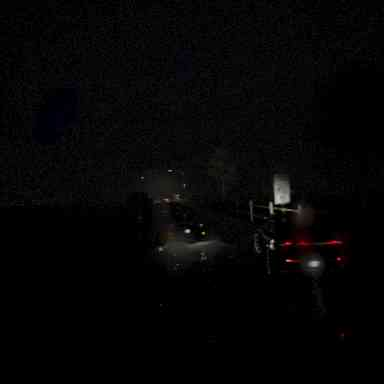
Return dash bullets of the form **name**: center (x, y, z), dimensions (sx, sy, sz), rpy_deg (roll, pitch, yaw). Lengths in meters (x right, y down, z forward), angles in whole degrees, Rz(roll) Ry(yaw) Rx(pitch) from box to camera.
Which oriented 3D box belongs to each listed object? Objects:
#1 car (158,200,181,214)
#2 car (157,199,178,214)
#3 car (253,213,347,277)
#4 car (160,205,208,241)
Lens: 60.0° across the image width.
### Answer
- **car**: center (-1.625, 1.514, 26.987), dimensions (2.128, 1.511, 4.902), rpy_deg (-3, 0, -7)
- **car**: center (-2.861, 1.572, 37.561), dimensions (2.033, 1.411, 5.357), rpy_deg (-3, 0, -6)
- **car**: center (2.980, 1.377, 9.937), dimensions (2.128, 1.511, 4.902), rpy_deg (-3, 0, 5)
- **car**: center (-0.427, 1.589, 16.987), dimensions (1.994, 1.385, 4.181), rpy_deg (-3, 0, -6)
